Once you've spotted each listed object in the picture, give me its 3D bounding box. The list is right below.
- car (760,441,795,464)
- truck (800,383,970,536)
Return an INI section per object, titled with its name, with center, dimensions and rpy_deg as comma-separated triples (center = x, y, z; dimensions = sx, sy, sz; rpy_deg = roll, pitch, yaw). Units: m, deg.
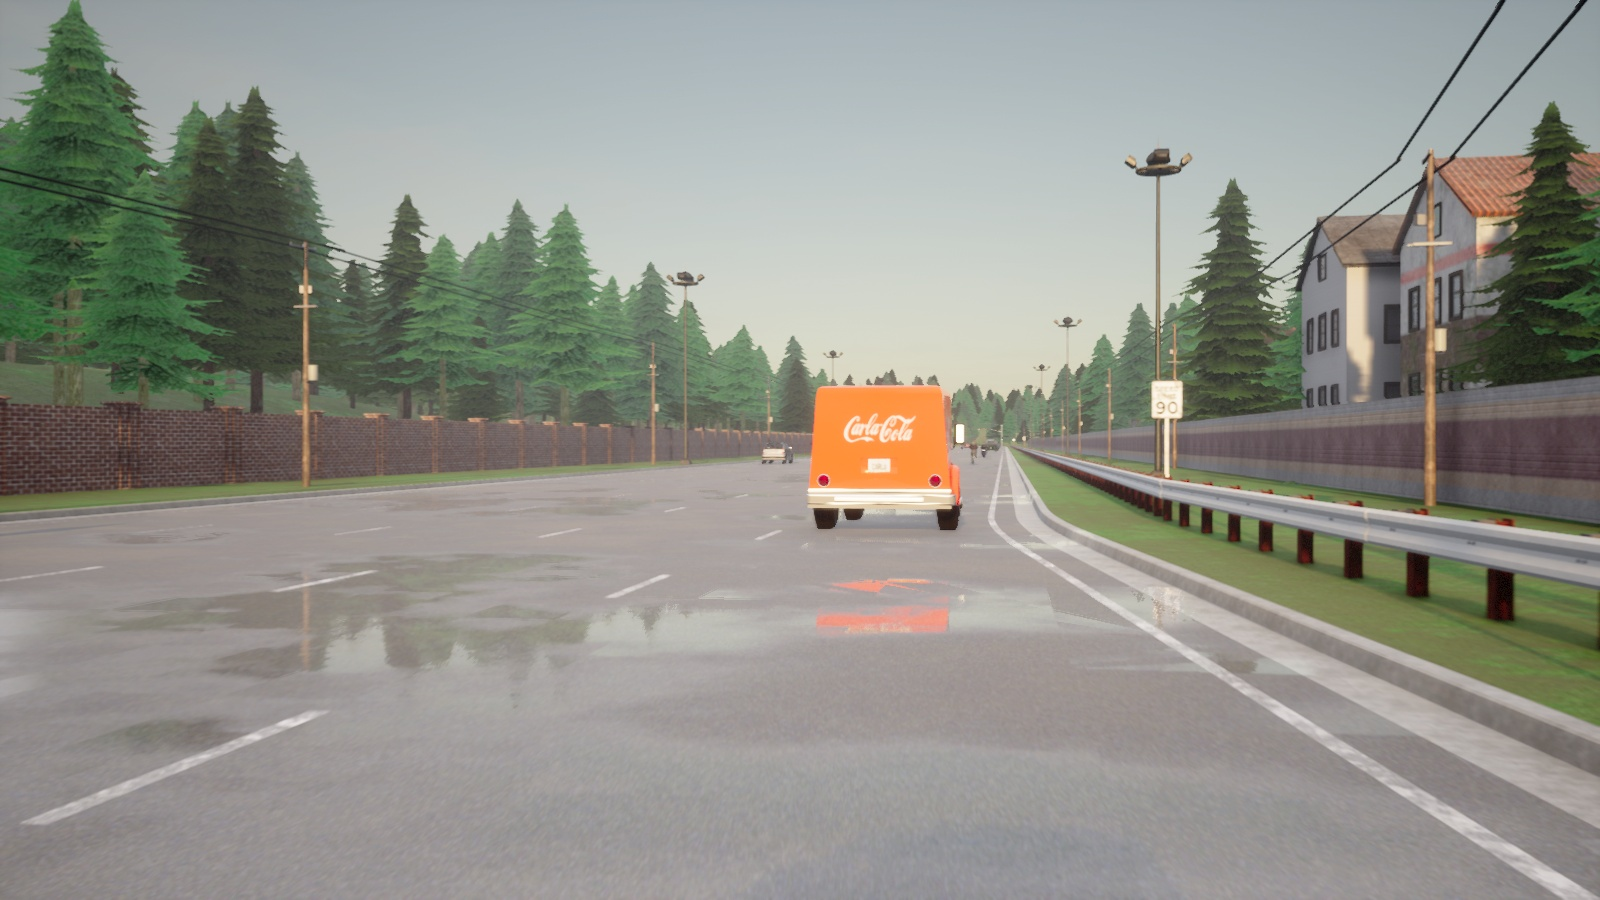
[car]
center = -1.596, 0.136, 90.033
dimensions = 1.851, 1.617, 3.988
rpy_deg = 0, 0, 9
[truck]
center = 1.707, 0.133, 22.991
dimensions = 2.627, 2.467, 5.204
rpy_deg = 0, 0, 9
